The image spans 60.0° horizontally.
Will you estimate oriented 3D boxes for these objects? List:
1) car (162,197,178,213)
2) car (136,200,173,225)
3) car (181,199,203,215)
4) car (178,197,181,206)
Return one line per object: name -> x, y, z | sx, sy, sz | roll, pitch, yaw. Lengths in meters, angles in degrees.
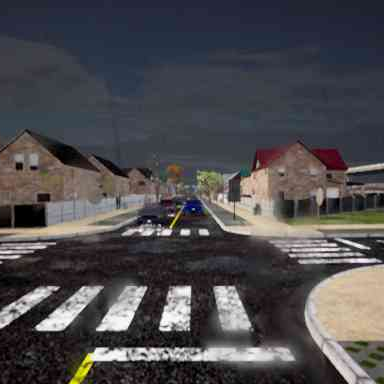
car -> -2.792, 1.505, 36.078 | 1.812, 1.442, 4.674 | 0, 0, 0
car -> -2.814, 1.533, 24.539 | 2.033, 1.411, 5.357 | 0, 0, 0
car -> 0.151, 1.458, 33.722 | 1.882, 1.535, 5.008 | 0, 0, 0
car -> -2.707, 1.514, 55.784 | 2.033, 1.411, 5.357 | 0, 0, 1
